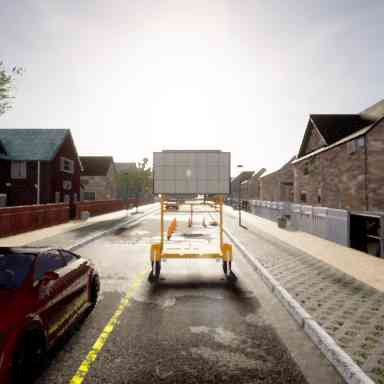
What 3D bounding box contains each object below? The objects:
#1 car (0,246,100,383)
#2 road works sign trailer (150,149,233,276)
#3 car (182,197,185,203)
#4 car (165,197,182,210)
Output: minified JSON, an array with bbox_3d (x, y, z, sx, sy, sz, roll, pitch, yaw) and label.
[{"bbox_3d":[-2.851,1.571,5.098,1.994,1.385,4.181,0,0,0],"label":"car"},{"bbox_3d":[-0.007,0.483,10.393,2.380,3.560,2.880,0,0,1],"label":"road works sign trailer"},{"bbox_3d":[-2.783,1.890,77.704,2.097,1.767,4.553,0,-1,0],"label":"car"},{"bbox_3d":[-2.869,1.778,48.175,2.033,1.411,5.357,0,0,0],"label":"car"}]
